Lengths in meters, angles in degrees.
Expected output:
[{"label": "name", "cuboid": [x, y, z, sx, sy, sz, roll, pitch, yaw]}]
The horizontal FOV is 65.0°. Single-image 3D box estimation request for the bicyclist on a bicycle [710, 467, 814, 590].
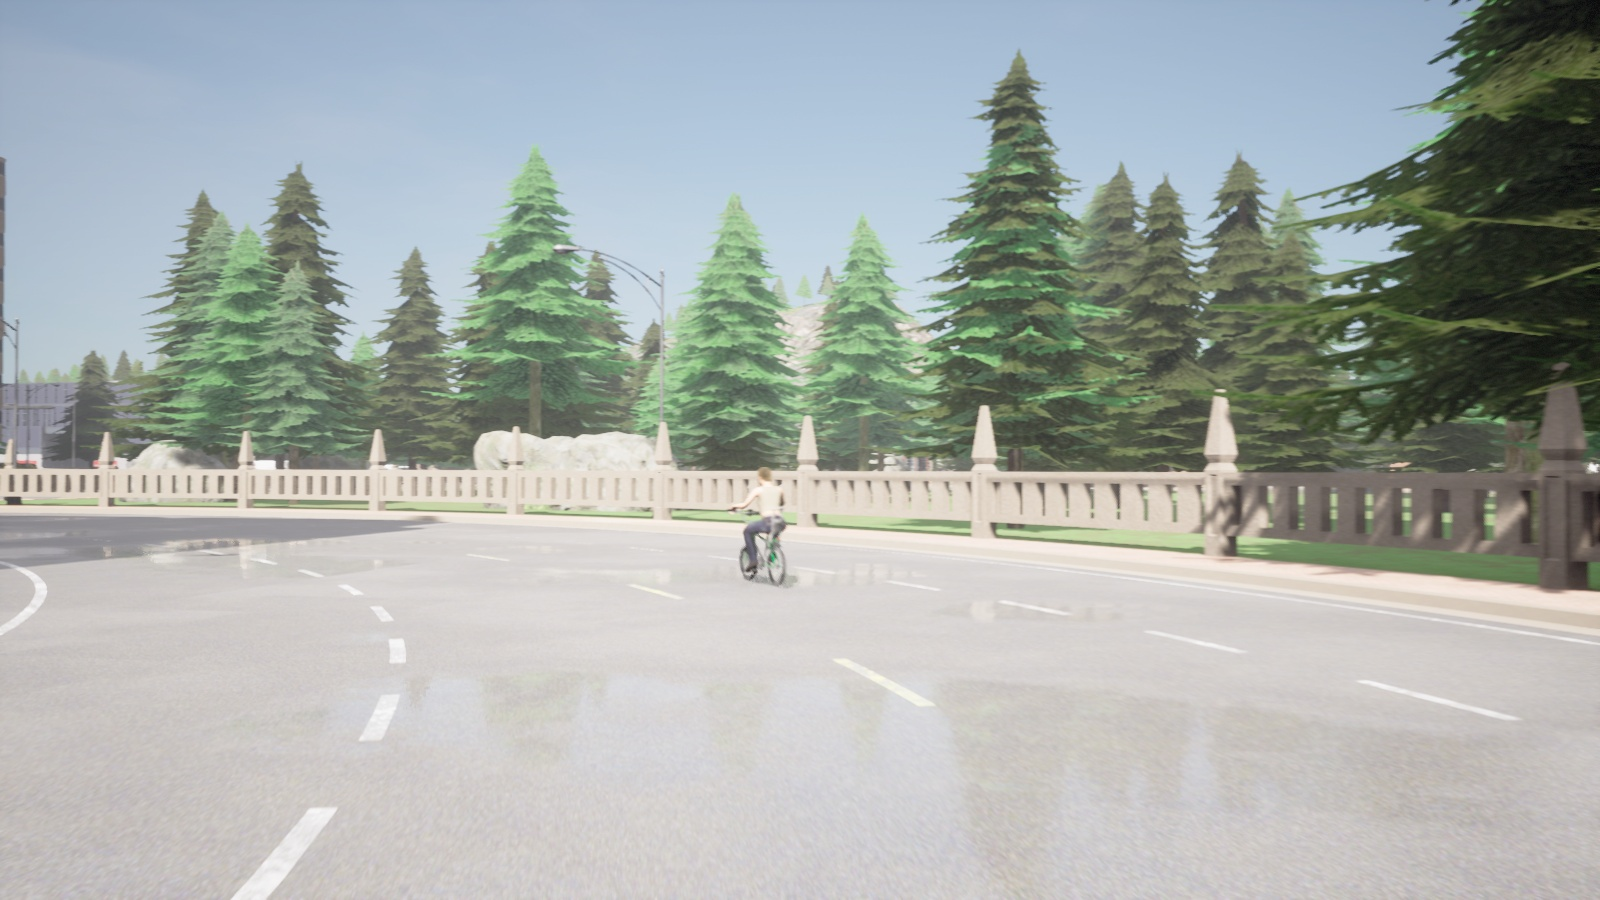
[{"label": "bicyclist on a bicycle", "cuboid": [-0.545, 1.045, 17.352, 0.866, 1.612, 1.509, 0, -1, -26]}]
